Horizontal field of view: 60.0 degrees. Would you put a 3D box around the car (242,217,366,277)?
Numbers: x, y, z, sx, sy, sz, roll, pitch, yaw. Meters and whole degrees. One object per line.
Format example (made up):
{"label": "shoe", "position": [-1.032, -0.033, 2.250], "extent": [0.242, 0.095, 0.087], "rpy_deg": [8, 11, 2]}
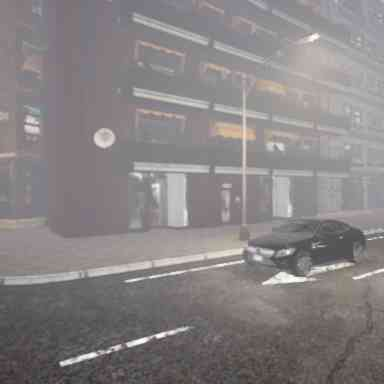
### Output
{"label": "car", "position": [3.661, 1.531, 10.400], "extent": [4.674, 1.442, 1.812], "rpy_deg": [0, 0, -36]}
